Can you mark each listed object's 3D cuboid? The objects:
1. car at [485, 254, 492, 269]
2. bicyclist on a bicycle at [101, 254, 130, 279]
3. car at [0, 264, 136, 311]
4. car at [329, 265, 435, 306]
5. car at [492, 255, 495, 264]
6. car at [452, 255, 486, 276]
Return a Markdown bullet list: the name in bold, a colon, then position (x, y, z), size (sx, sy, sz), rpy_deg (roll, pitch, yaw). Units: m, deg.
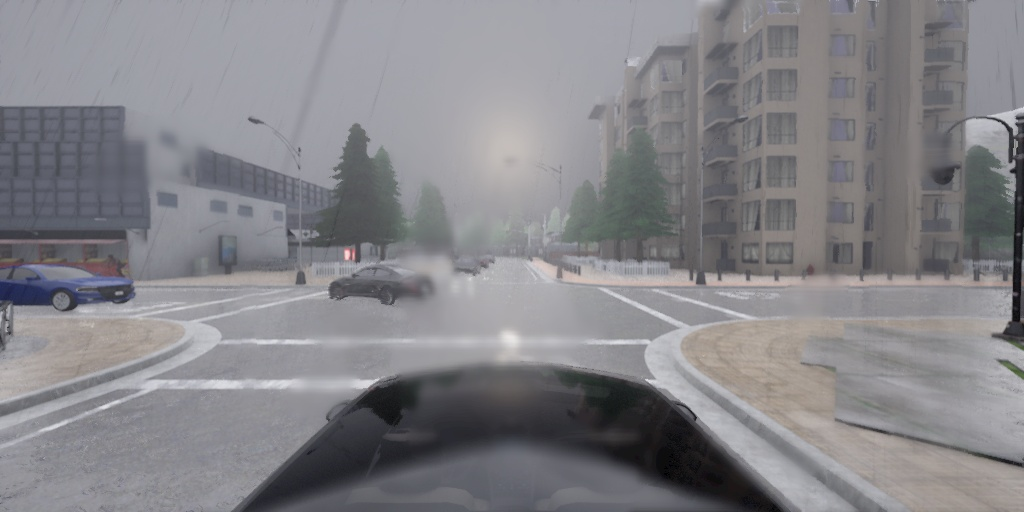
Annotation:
- **car**: position (-3.585, 0.734, 39.625), size (1.895, 1.301, 4.718), rpy_deg (0, 1, 0)
- **bicyclist on a bicycle**: position (-22.366, 0.735, 20.157), size (0.582, 1.620, 1.656), rpy_deg (0, 1, 1)
- **car**: position (-16.289, 1.035, 12.616), size (5.008, 1.535, 1.882), rpy_deg (0, 1, 1)
- **car**: position (-5.195, 1.064, 14.278), size (4.674, 1.442, 1.812), rpy_deg (1, 0, 28)
- **car**: position (-3.497, 0.448, 53.918), size (2.033, 1.411, 5.357), rpy_deg (0, 1, 0)
- **car**: position (-3.587, 0.848, 29.305), size (2.033, 1.411, 5.357), rpy_deg (0, 1, 0)
